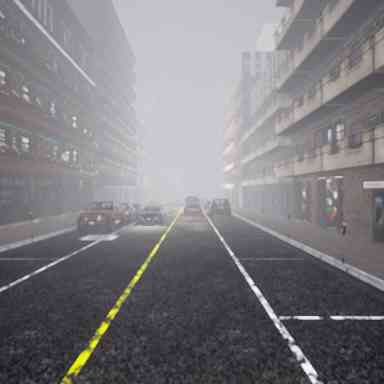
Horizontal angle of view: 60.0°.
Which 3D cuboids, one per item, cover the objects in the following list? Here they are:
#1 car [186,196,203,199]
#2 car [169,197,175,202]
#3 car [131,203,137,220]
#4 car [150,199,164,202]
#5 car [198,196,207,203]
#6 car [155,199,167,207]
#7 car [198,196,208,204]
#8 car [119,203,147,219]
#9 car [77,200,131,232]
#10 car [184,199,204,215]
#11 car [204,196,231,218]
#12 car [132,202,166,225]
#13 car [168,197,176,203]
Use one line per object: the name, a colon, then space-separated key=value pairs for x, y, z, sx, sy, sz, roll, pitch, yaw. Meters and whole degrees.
car: x=0.054 y=1.565 z=46.847 sx=2.150 sy=2.045 sz=5.566 roll=0 pitch=0 yaw=0
car: x=-2.987 y=1.685 z=66.618 sx=2.033 sy=1.411 sz=5.357 roll=0 pitch=0 yaw=0
car: x=-5.697 y=1.637 z=27.049 sx=1.967 sy=1.590 sz=4.097 roll=-1 pitch=0 yaw=0
car: x=-5.692 y=1.889 z=49.535 sx=1.752 sy=1.417 sz=4.829 roll=-1 pitch=0 yaw=0
car: x=2.692 y=1.981 z=89.317 sx=2.192 sy=1.841 sz=5.009 roll=-1 pitch=0 yaw=0
car: x=-5.690 y=1.973 z=60.862 sx=1.752 sy=1.417 sz=4.829 roll=-1 pitch=0 yaw=0
car: x=2.691 y=1.937 z=83.654 sx=2.192 sy=1.841 sz=5.009 roll=-1 pitch=0 yaw=0
car: x=-5.694 y=1.804 z=32.712 sx=1.947 sy=1.339 sz=4.313 roll=-1 pitch=0 yaw=0
car: x=-5.700 y=1.471 z=21.387 sx=2.192 sy=1.841 sz=5.009 roll=-1 pitch=0 yaw=0
car: x=0.099 y=1.833 z=36.871 sx=1.994 sy=1.385 sz=4.181 roll=0 pitch=0 yaw=0
car: x=2.682 y=1.553 z=32.681 sx=2.192 sy=1.841 sz=5.009 roll=-1 pitch=0 yaw=0
car: x=-3.096 y=1.751 z=25.770 sx=1.994 sy=1.385 sz=4.181 roll=0 pitch=0 yaw=0
car: x=-5.684 y=2.234 z=94.844 sx=1.752 sy=1.417 sz=4.829 roll=-1 pitch=0 yaw=0
